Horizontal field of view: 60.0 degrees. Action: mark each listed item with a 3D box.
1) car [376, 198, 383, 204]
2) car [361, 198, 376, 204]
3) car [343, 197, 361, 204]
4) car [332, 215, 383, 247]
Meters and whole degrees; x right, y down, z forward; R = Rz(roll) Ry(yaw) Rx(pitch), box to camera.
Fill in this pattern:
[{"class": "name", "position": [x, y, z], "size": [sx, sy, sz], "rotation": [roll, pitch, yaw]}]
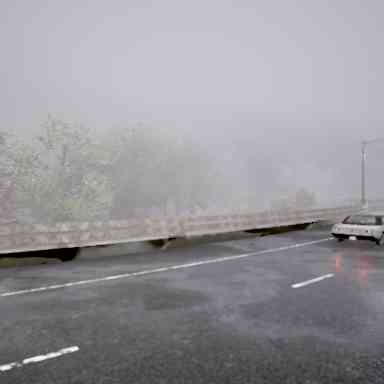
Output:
[{"class": "car", "position": [46.518, 2.192, 82.424], "size": [2.128, 1.511, 4.902], "rotation": [0, 0, 3]}, {"class": "car", "position": [43.029, 2.127, 82.698], "size": [1.882, 1.535, 5.008], "rotation": [0, 0, 3]}, {"class": "car", "position": [39.539, 1.986, 82.943], "size": [2.097, 1.767, 4.553], "rotation": [0, 0, 3]}, {"class": "car", "position": [8.637, 1.757, 16.163], "size": [4.718, 1.301, 1.895], "rotation": [1, -1, -45]}]
